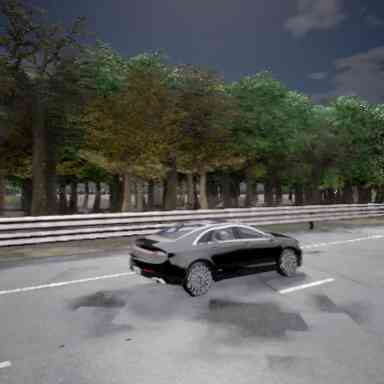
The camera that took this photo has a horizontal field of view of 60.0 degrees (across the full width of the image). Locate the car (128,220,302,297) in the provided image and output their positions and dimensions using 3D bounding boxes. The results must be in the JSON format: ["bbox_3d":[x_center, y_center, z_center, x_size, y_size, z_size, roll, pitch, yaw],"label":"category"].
[{"bbox_3d":[0.800,1.469,8.566,4.902,1.511,2.128,0,0,-35],"label":"car"}]
